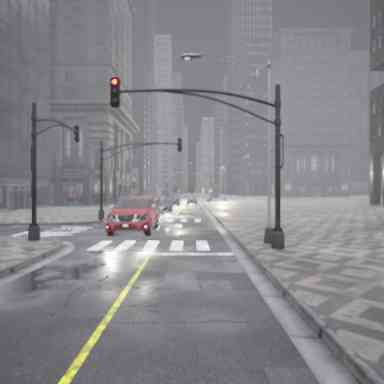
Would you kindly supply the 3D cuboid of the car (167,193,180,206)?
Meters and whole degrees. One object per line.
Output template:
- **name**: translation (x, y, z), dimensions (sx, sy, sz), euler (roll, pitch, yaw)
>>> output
- **car**: translation (-3.036, 1.168, 52.567), dimensions (2.150, 2.045, 5.566), euler (0, 0, 1)

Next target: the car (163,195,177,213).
- **car**: translation (-3.080, 1.450, 36.639), dimensions (2.128, 1.511, 4.902), euler (0, 0, 0)

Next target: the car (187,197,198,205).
- **car**: translation (0.027, 1.492, 57.945), dimensions (2.033, 1.411, 5.357), euler (0, 0, 0)

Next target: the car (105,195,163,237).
- **car**: translation (-3.097, 1.206, 18.256), dimensions (2.150, 2.045, 5.566), euler (0, 0, 0)
